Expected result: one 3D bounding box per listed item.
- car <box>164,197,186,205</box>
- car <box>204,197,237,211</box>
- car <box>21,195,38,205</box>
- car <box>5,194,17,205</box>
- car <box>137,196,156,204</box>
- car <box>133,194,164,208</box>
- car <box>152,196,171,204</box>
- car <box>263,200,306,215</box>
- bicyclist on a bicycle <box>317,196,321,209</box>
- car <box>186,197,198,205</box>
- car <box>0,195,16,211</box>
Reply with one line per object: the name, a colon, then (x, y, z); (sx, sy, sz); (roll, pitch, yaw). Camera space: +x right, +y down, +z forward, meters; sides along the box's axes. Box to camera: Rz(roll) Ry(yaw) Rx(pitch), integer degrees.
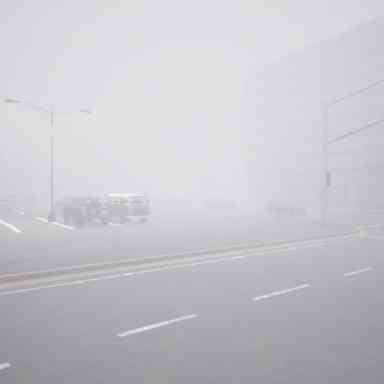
car: (-3.828, 1.547, 59.011); (2.128, 1.511, 4.902); (0, 0, -35)
car: (3.609, 1.407, 42.258); (2.097, 1.767, 4.553); (0, 0, -35)
car: (-27.173, 1.209, 55.422); (1.932, 1.855, 4.605); (0, 0, -35)
car: (-29.569, 1.212, 53.797); (1.905, 1.878, 3.866); (0, 0, -35)
car: (-9.224, 1.581, 66.502); (1.812, 1.442, 4.674); (0, 0, -35)
car: (-7.714, 1.280, 58.294); (2.150, 2.045, 5.566); (0, 0, -35)
car: (-6.372, 1.619, 68.531); (1.994, 1.385, 4.181); (0, 0, -35)
car: (9.406, 1.581, 34.141); (1.812, 1.442, 4.674); (0, 0, -36)
bicyclist on a bicycle: (16.620, 1.356, 42.913); (1.656, 1.620, 0.582); (0, 0, -35)
car: (-0.972, 1.603, 61.035); (2.033, 1.411, 5.357); (0, 0, -35)
car: (-21.703, 1.451, 37.968); (1.970, 1.475, 3.806); (0, 0, -35)
